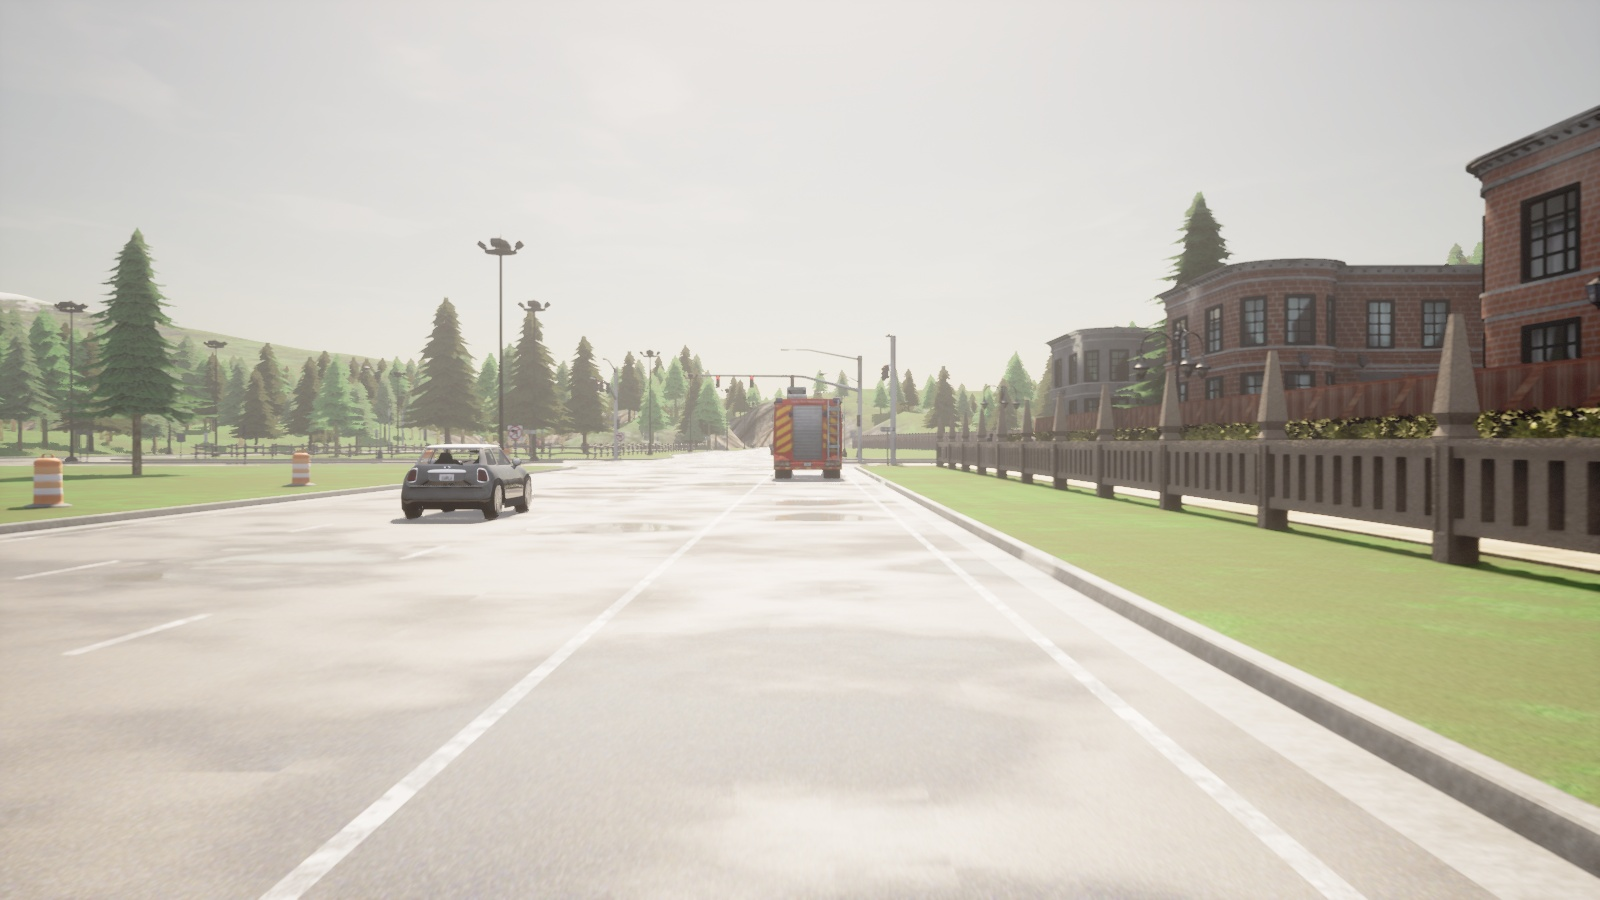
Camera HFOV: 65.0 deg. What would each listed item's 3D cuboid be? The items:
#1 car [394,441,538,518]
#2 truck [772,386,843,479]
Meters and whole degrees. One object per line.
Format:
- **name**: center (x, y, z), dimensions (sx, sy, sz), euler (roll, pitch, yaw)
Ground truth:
- **car**: center (-6.836, 0.560, 26.122), dimensions (1.970, 1.475, 3.806), euler (0, 0, 0)
- **truck**: center (0.334, -0.731, 55.867), dimensions (2.891, 3.827, 8.468), euler (0, 0, 0)
